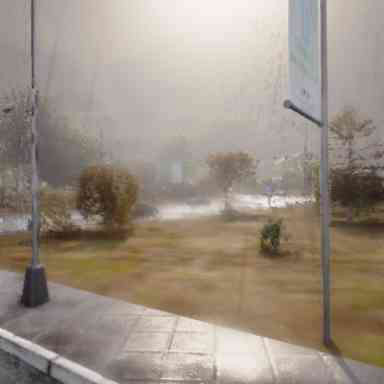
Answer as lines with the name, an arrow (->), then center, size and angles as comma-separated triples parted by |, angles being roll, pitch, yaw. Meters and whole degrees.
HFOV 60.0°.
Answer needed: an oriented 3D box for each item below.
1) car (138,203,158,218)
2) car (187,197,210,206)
car -> -5.209, 1.693, 31.069 | 1.837, 1.490, 4.892 | -1, 0, 39
car -> 1.110, 1.565, 55.835 | 1.837, 1.490, 4.892 | -1, 0, 38
